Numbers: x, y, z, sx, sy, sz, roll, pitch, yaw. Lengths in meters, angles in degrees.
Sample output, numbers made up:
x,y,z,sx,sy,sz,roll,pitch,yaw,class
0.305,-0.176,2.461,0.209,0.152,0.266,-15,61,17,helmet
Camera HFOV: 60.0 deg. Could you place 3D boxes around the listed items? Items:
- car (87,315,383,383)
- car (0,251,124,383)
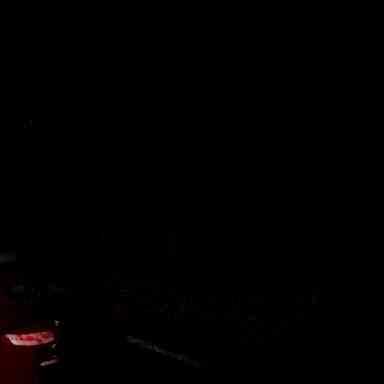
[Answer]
x,y,z,sx,sy,sz,roll,pitch,yaw,class
1.750,1.557,1.561,4.403,1.369,2.008,1,0,35,car
-2.743,1.529,4.766,4.206,1.307,1.802,1,0,35,car
